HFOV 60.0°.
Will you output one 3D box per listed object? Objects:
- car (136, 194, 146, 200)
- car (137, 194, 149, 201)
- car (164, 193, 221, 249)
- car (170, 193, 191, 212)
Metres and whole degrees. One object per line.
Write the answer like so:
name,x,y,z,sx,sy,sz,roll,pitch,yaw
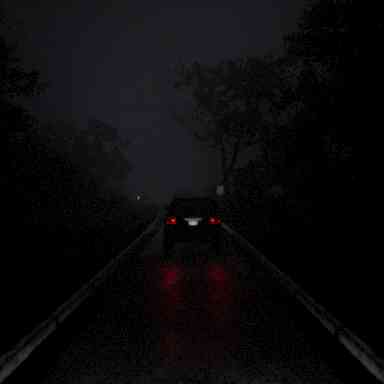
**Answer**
car,-12.128,1.241,79.094,1.895,1.301,4.718,0,0,-15
car,-10.331,1.144,71.884,2.128,1.511,4.902,0,0,-15
car,-0.005,1.185,14.442,2.150,2.045,5.566,0,0,-1
car,-1.485,1.120,39.428,2.150,2.045,5.566,0,0,-6
